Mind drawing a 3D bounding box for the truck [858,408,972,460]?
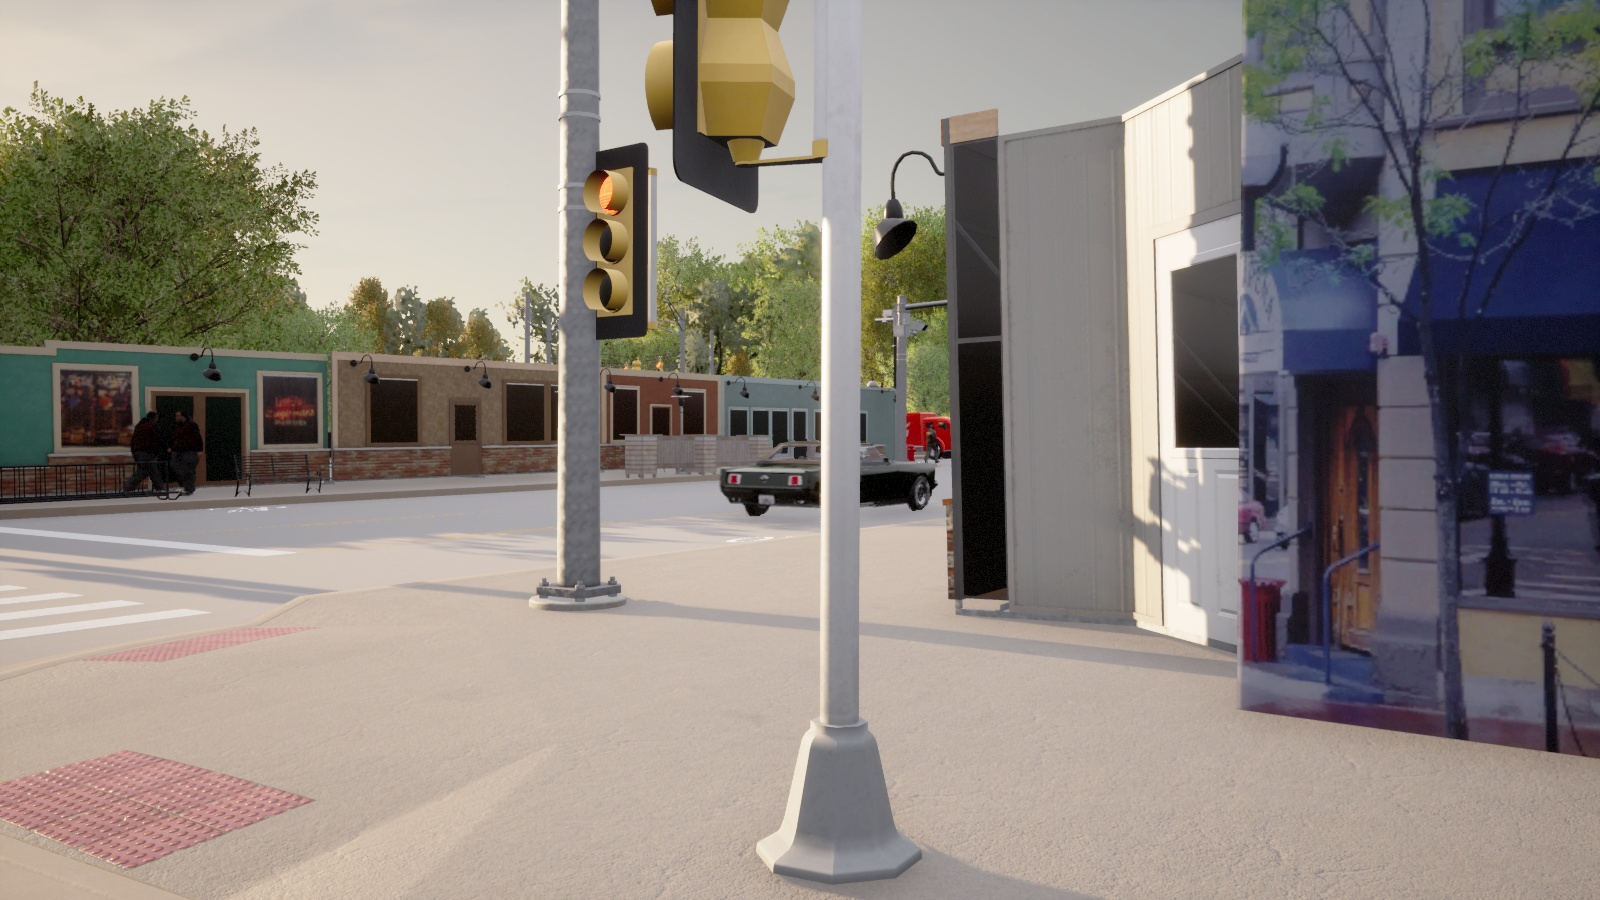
[{"bbox_3d":[6.028,-0.824,65.672,5.204,2.467,2.627,-3,0,29],"label":"truck"}]

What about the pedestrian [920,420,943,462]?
[{"bbox_3d":[5.921,-0.396,56.456,0.849,1.883,0.563,-1,1,-30],"label":"pedestrian"}]

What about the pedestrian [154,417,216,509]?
[{"bbox_3d":[-12.543,0.251,25.612,0.634,1.844,0.899,0,1,26],"label":"pedestrian"}]

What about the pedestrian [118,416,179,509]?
[{"bbox_3d":[-13.278,0.245,25.598,0.634,1.844,0.899,0,1,36],"label":"pedestrian"}]

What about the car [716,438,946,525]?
[{"bbox_3d":[0.684,0.481,22.376,1.895,1.301,4.718,0,1,33],"label":"car"}]
